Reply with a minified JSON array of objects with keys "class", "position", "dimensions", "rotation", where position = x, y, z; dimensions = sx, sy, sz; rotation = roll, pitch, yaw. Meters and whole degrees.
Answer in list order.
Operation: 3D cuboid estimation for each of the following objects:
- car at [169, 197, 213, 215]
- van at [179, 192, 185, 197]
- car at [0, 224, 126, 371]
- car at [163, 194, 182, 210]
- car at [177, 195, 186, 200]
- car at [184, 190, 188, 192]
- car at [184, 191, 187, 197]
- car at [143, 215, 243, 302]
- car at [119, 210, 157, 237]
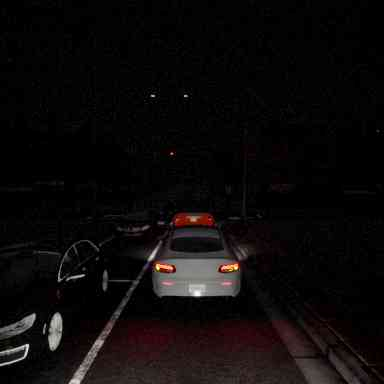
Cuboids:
[{"class":"car","position":[0.076,1.353,18.086],"dimensions":[2.097,1.767,4.553],"rotation":[0,0,0]},{"class":"van","position":[-2.748,1.359,65.658],"dimensions":[1.690,1.788,3.998],"rotation":[-1,0,0]},{"class":"car","position":[-2.666,1.548,5.830],"dimensions":[2.008,1.369,4.403],"rotation":[-2,0,0]},{"class":"car","position":[-2.721,1.483,43.502],"dimensions":[1.967,1.590,4.097],"rotation":[-2,0,0]},{"class":"car","position":[-2.768,1.429,87.822],"dimensions":[2.008,1.369,4.403],"rotation":[-1,0,0]},{"class":"car","position":[-2.777,1.131,93.371],"dimensions":[2.192,1.841,5.009],"rotation":[-1,1,0]},{"class":"car","position":[-2.755,1.307,71.201],"dimensions":[2.192,1.841,5.009],"rotation":[-1,0,0]},{"class":"car","position":[0.090,1.523,8.123],"dimensions":[1.812,1.442,4.674],"rotation":[0,0,0]},{"class":"car","position":[-2.680,1.582,16.724],"dimensions":[1.802,1.307,4.206],"rotation":[-2,0,0]}]
